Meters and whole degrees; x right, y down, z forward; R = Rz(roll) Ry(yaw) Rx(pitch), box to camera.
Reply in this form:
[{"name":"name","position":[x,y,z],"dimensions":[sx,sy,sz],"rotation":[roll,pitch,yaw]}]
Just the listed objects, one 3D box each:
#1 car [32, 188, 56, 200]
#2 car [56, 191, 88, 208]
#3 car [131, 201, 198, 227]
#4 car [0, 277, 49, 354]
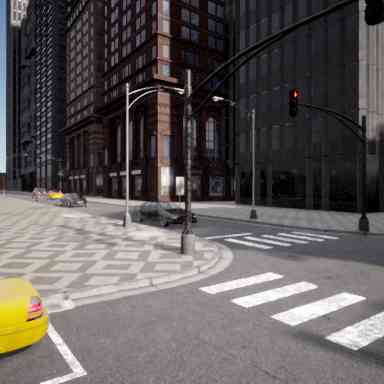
[{"name":"car","position":[-21.807,0.091,48.182],"dimensions":[2.097,1.767,4.553],"rotation":[0,1,-36]},{"name":"car","position":[-12.511,0.860,35.111],"dimensions":[1.837,1.490,4.892],"rotation":[0,1,-36]},{"name":"car","position":[-1.846,1.236,20.288],"dimensions":[2.033,1.411,5.357],"rotation":[0,1,-36]},{"name":"car","position":[-4.232,1.525,3.630],"dimensions":[4.829,1.417,1.752],"rotation":[0,0,-35]}]
